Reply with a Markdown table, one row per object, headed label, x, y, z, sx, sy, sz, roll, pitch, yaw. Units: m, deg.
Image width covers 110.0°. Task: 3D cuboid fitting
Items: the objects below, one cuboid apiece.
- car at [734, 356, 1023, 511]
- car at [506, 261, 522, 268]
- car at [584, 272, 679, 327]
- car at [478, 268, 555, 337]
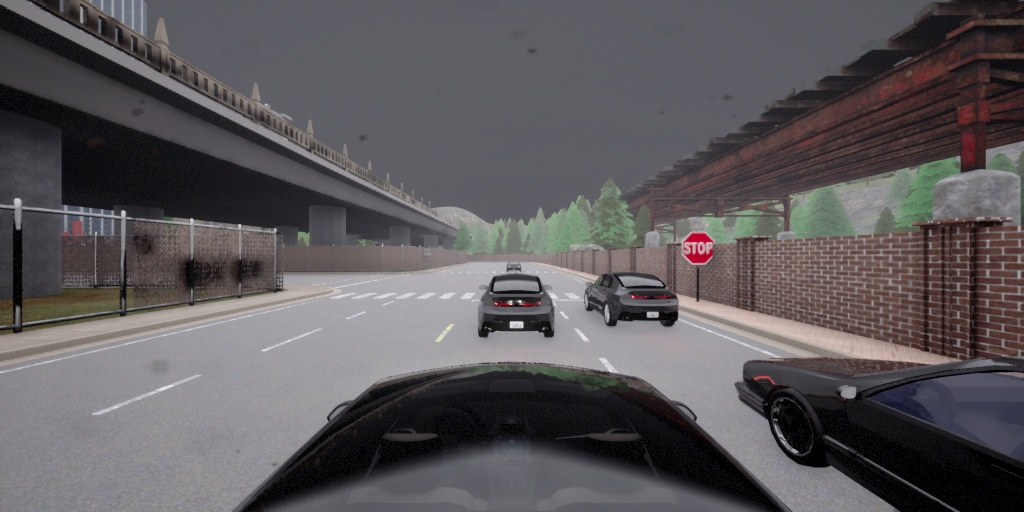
| label | x | y | z | sx | sy | sz | roll | pitch | yaw |
| --- | --- | --- | --- | --- | --- | --- | --- | --- | --- |
| car | 3.600 | 1.297 | 1.839 | 2.033 | 1.411 | 5.357 | 0 | 0 | 0 |
| car | 0.227 | 1.351 | 46.098 | 1.895 | 1.301 | 4.718 | 0 | 0 | -1 |
| car | 3.609 | 1.255 | 11.586 | 1.837 | 1.490 | 4.892 | 0 | 0 | 0 |
| car | 0.106 | 1.255 | 10.229 | 1.837 | 1.490 | 4.892 | 0 | 0 | 0 |
